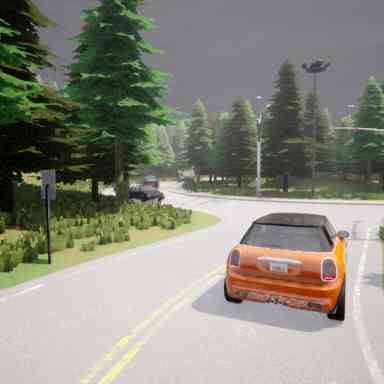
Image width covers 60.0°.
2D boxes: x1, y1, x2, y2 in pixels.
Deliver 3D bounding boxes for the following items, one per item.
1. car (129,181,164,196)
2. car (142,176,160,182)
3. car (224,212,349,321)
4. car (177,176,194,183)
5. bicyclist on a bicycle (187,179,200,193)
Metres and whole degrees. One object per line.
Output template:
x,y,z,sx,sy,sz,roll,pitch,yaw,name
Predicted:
-4.522,0.078,30.804,2.033,1.411,5.357,-3,5,-35,car
-5.962,-1.372,50.698,1.882,1.535,5.008,0,4,0,car
2.359,1.241,7.548,2.097,1.767,4.553,2,2,25,car
-1.301,-2.678,69.826,1.812,1.442,4.674,3,5,35,car
0.159,-0.643,37.310,1.656,1.620,0.582,-3,5,-28,bicyclist on a bicycle
